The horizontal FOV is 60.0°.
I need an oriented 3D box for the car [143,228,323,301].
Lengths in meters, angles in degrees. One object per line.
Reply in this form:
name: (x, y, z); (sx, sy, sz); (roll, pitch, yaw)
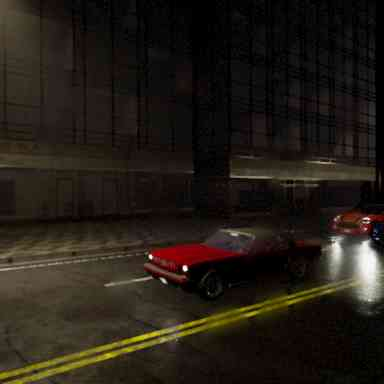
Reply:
car: (1.191, 1.635, 8.531); (4.718, 1.301, 1.895); (0, 0, -35)

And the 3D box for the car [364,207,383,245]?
car: (10.012, 1.574, 14.838); (5.008, 1.535, 1.882); (0, 0, -35)

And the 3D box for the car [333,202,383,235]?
car: (9.971, 1.461, 18.720); (4.553, 1.767, 2.097); (0, 0, -35)
